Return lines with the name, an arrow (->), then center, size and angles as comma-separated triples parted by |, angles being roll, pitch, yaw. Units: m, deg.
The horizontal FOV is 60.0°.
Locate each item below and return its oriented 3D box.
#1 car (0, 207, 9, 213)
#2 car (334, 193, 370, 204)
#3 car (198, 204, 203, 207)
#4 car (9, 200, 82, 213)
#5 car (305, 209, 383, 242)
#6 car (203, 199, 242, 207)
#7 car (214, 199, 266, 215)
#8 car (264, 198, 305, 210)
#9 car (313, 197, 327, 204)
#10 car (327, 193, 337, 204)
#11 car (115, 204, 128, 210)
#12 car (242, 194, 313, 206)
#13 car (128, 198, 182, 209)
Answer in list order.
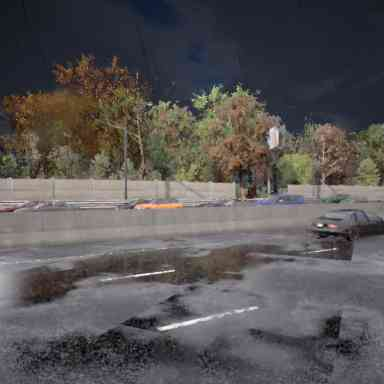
car -> -13.590, 1.478, 28.322 | 5.008, 1.535, 1.882 | 0, 0, -30
car -> 22.007, 1.358, 45.076 | 4.553, 1.767, 2.097 | 0, 0, -30
car -> 3.222, 1.548, 38.156 | 5.357, 1.411, 2.033 | 0, 0, -30
car -> -11.098, 1.492, 25.722 | 4.902, 1.511, 2.128 | 0, 0, -30
car -> 7.969, 1.547, 16.364 | 5.357, 1.411, 2.033 | 0, 0, -30
car -> 3.657, 1.525, 30.282 | 4.674, 1.442, 1.812 | 0, 0, -30
car -> 5.080, 1.548, 35.182 | 5.357, 1.411, 2.033 | 0, 0, -31
car -> 12.106, 1.550, 43.341 | 5.357, 1.411, 2.033 | 0, 0, -30
car -> 13.487, 1.493, 40.096 | 4.902, 1.511, 2.128 | 0, 0, -30
car -> 21.033, 1.229, 48.557 | 5.566, 2.045, 2.150 | 0, 0, -30
car -> -5.216, 1.505, 33.212 | 4.892, 1.490, 1.837 | 0, 0, -30
car -> 7.383, 1.221, 28.419 | 5.566, 2.045, 2.150 | 0, 0, -30
car -> -3.112, 1.352, 30.391 | 4.553, 1.767, 2.097 | 0, 0, -30
